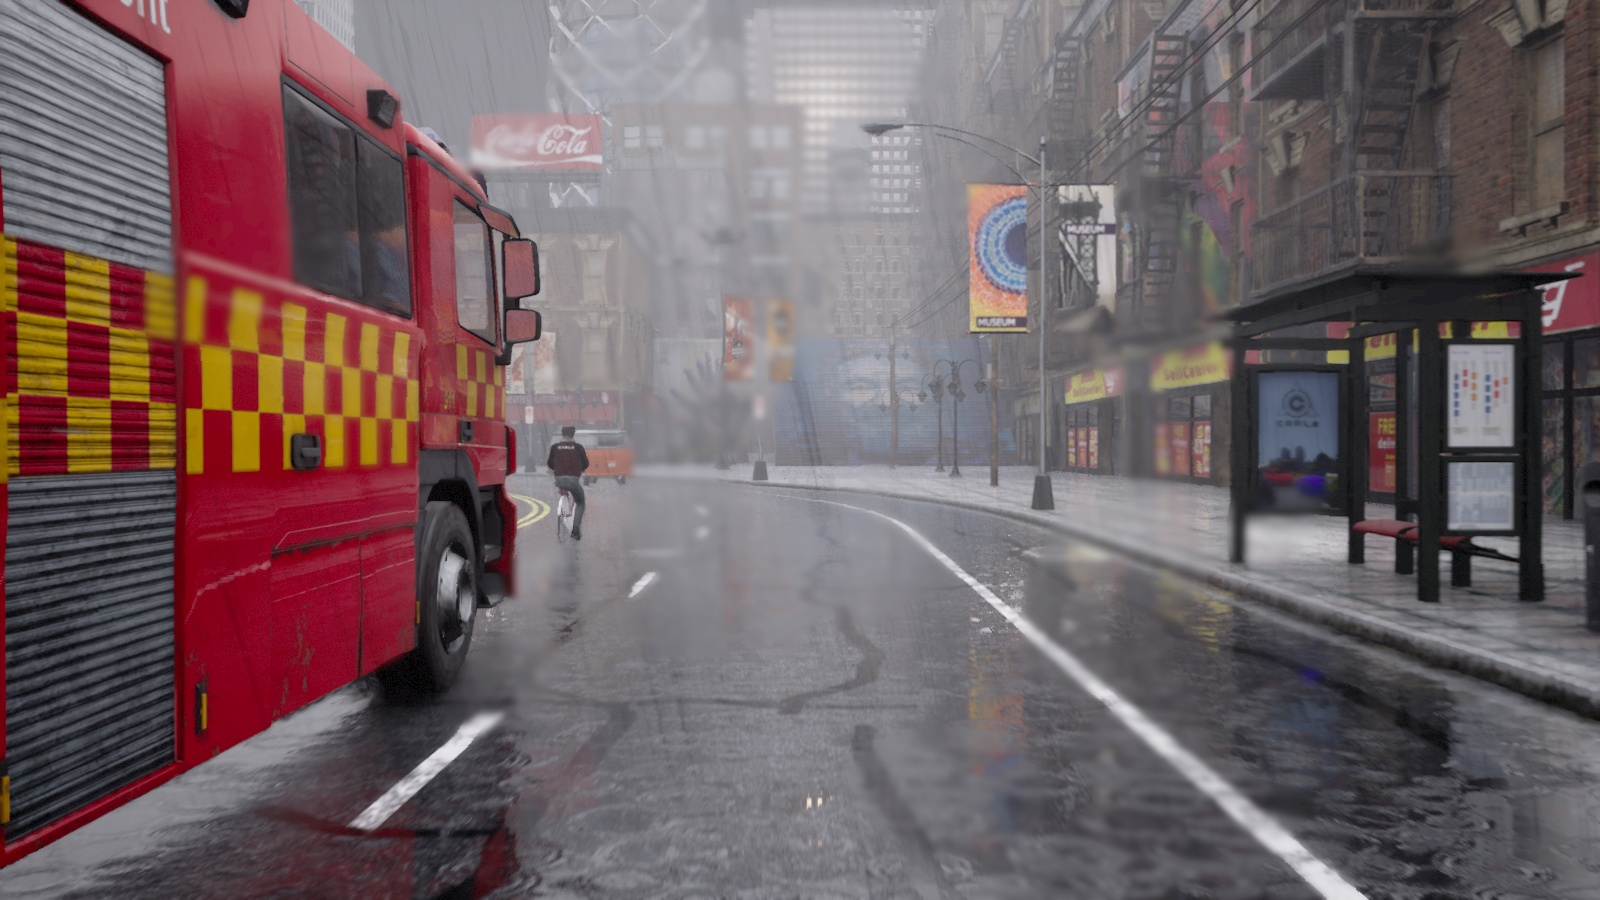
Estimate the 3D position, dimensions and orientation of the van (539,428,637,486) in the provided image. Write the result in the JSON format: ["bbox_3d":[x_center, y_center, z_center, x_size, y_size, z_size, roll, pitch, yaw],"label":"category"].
[{"bbox_3d":[-7.679,0.238,45.180,1.775,1.987,4.442,0,0,-34],"label":"van"}]

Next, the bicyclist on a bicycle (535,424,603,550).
[{"bbox_3d":[-3.382,0.510,18.550,0.659,1.776,1.843,0,1,0],"label":"bicyclist on a bicycle"}]

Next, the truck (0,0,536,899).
[{"bbox_3d":[-3.454,-0.450,5.197,2.891,3.827,8.468,0,0,0],"label":"truck"}]
